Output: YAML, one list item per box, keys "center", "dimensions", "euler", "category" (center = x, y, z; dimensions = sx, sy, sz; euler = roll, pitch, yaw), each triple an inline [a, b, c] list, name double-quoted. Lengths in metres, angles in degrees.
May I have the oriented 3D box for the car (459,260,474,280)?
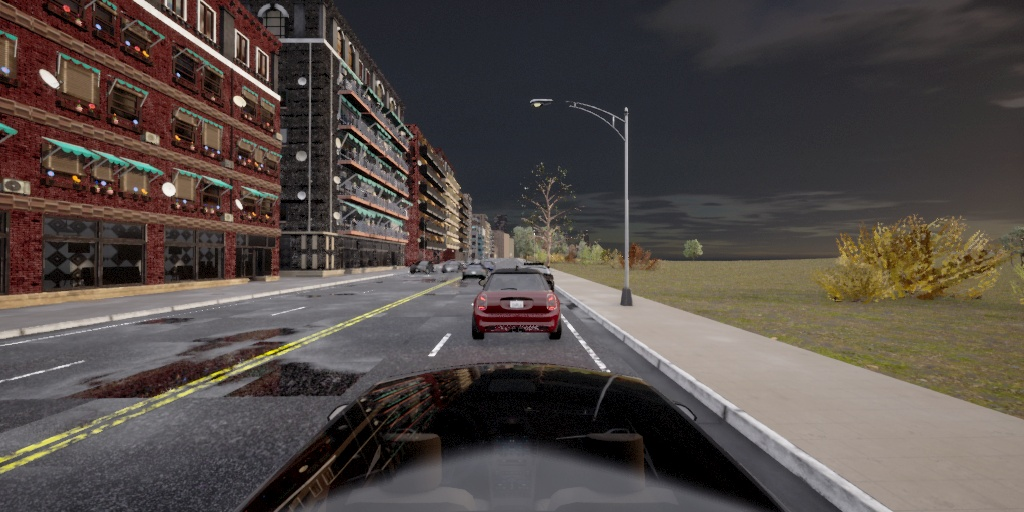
- center: [-3.082, 1.316, 30.810]
  dimensions: [1.994, 1.385, 4.181]
  euler: [0, 0, 0]
  category: "car"

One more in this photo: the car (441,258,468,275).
- center: [-6.514, 1.243, 39.542]
  dimensions: [2.128, 1.511, 4.902]
  euler: [0, 0, 0]
  category: "car"

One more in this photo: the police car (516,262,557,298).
- center: [1.177, 1.177, 19.666]
  dimensions: [1.930, 1.638, 5.238]
  euler: [0, 0, 0]
  category: "police car"

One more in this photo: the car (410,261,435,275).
- center: [-9.764, 1.256, 39.295]
  dimensions: [1.837, 1.490, 4.892]
  euler: [0, 0, 0]
  category: "car"

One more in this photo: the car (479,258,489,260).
- center: [-3.046, 1.315, 45.247]
  dimensions: [1.994, 1.385, 4.181]
  euler: [0, 0, 0]
  category: "car"

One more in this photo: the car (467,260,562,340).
- center: [0.114, 1.103, 10.170]
  dimensions: [2.097, 1.767, 4.553]
  euler: [0, 0, 0]
  category: "car"
